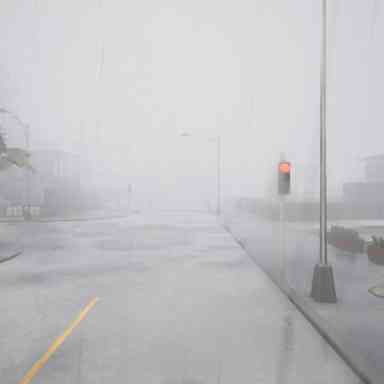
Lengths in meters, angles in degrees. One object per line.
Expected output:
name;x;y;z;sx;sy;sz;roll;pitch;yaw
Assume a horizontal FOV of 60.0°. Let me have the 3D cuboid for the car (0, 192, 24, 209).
car;-19.736;0.985;34.939;1.905;1.878;3.866;0;0;35
